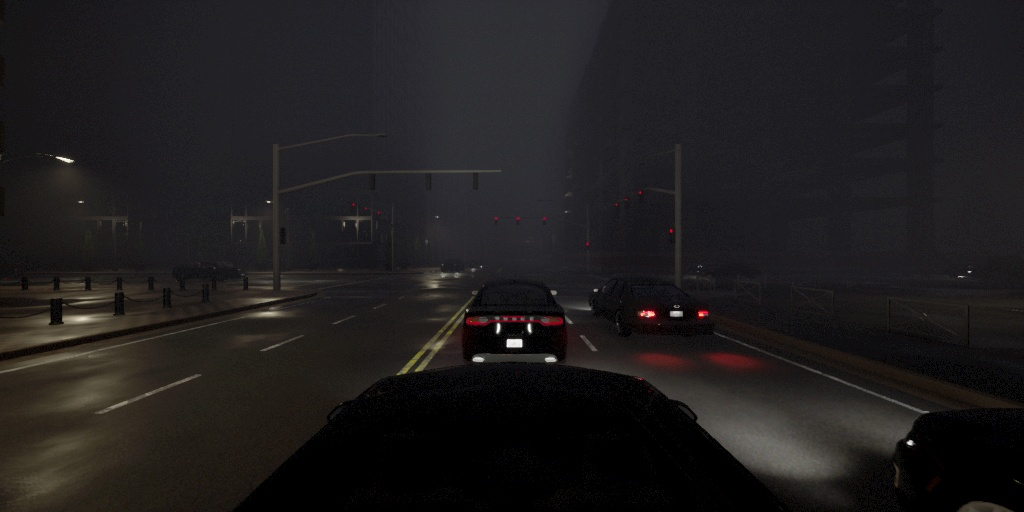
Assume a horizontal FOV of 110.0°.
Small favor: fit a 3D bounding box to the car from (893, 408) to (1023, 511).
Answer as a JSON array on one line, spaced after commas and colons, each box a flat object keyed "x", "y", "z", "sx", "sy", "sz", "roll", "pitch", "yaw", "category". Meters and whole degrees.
[{"x": 3.600, "y": 1.254, "z": 0.458, "sx": 1.837, "sy": 1.490, "sz": 4.892, "roll": 0, "pitch": 0, "yaw": 0, "category": "car"}]

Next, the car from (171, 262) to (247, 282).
[{"x": -23.024, "y": 1.184, "z": 27.389, "sx": 4.902, "sy": 1.511, "sz": 2.128, "roll": 0, "pitch": 0, "yaw": 0, "category": "car"}]

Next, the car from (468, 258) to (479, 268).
[{"x": -7.074, "y": 1.275, "z": 59.248, "sx": 1.812, "sy": 1.442, "sz": 4.674, "roll": 0, "pitch": 0, "yaw": 0, "category": "car"}]

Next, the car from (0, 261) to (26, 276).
[{"x": -50.459, "y": 1.172, "z": 34.749, "sx": 5.008, "sy": 1.535, "sz": 1.882, "roll": 0, "pitch": 0, "yaw": 1, "category": "car"}]

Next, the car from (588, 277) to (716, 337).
[{"x": 3.571, "y": 1.297, "z": 10.262, "sx": 2.033, "sy": 1.411, "sz": 5.357, "roll": 0, "pitch": 0, "yaw": 0, "category": "car"}]

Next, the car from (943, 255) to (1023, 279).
[{"x": 41.659, "y": 0.916, "z": 31.591, "sx": 5.566, "sy": 2.045, "sz": 2.150, "roll": 0, "pitch": 0, "yaw": 0, "category": "car"}]

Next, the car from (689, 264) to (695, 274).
[{"x": 19.802, "y": 1.047, "z": 35.041, "sx": 4.553, "sy": 1.767, "sz": 2.097, "roll": 0, "pitch": 0, "yaw": 0, "category": "car"}]

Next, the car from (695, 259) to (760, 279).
[{"x": 19.151, "y": 1.221, "z": 31.518, "sx": 4.674, "sy": 1.442, "sz": 1.812, "roll": -1, "pitch": 0, "yaw": 0, "category": "car"}]

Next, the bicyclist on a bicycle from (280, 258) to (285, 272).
[{"x": -25.407, "y": 0.995, "z": 39.350, "sx": 0.582, "sy": 1.620, "sz": 1.656, "roll": 0, "pitch": 0, "yaw": 0, "category": "bicyclist on a bicycle"}]

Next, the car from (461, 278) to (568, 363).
[{"x": 0.055, "y": 1.228, "z": 8.139, "sx": 1.882, "sy": 1.535, "sz": 5.008, "roll": 0, "pitch": 0, "yaw": 0, "category": "car"}]

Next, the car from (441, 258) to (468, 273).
[{"x": -7.307, "y": 1.102, "z": 44.392, "sx": 2.097, "sy": 1.767, "sz": 4.553, "roll": 0, "pitch": 0, "yaw": 4, "category": "car"}]
